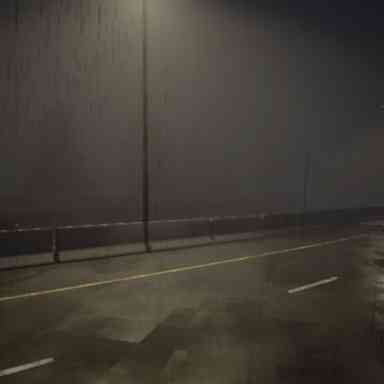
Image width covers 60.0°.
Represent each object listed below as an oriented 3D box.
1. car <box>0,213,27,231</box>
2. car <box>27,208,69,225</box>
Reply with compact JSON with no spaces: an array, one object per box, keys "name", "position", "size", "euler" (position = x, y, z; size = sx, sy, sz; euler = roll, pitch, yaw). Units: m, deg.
[{"name":"car","position":[-10.021,1.709,14.116],"size":[4.902,1.511,2.128],"euler":[0,-1,-35]},{"name":"car","position":[-12.098,1.948,25.564],"size":[4.718,1.301,1.895],"euler":[0,-1,-38]}]
